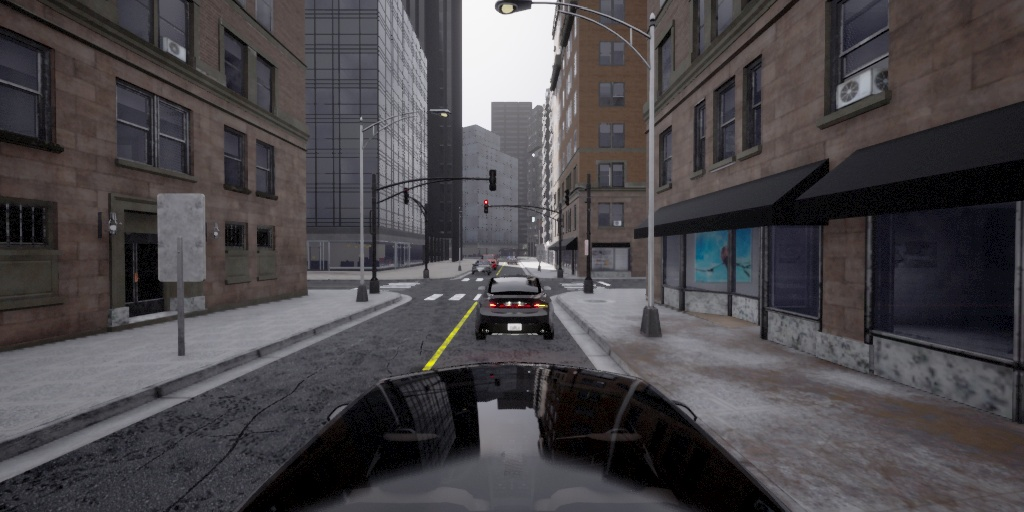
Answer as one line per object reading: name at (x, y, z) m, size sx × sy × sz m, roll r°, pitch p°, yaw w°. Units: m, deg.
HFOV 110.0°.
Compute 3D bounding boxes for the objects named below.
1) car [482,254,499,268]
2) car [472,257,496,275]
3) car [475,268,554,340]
car at (-3.150, 0.809, 48.281) m, size 2.150 × 2.045 × 5.566 m, roll 0°, pitch 1°, yaw 0°
car at (-3.133, 1.163, 37.976) m, size 2.128 × 1.511 × 4.902 m, roll 0°, pitch 0°, yaw 0°
car at (0.070, 1.252, 9.987) m, size 1.837 × 1.490 × 4.892 m, roll 0°, pitch 0°, yaw 0°
